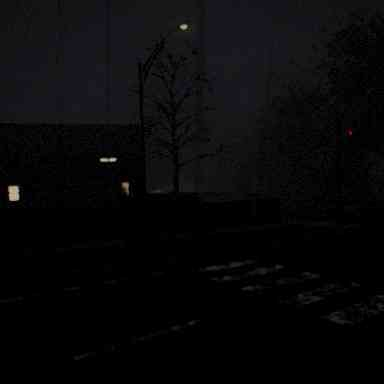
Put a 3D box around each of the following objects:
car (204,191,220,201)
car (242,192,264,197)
[{"bbox_3d":[3.006,0.627,53.126,1.837,1.490,4.892,-3,1,-14],"label":"car"},{"bbox_3d":[7.004,0.826,37.803,1.882,1.535,5.008,-3,2,-15],"label":"car"}]
